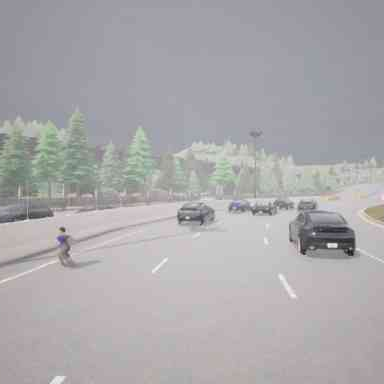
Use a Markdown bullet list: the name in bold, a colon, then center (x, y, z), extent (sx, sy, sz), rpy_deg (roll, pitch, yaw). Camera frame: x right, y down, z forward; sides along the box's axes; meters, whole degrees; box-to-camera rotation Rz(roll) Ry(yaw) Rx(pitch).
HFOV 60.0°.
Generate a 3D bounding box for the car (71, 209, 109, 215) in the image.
- **car**: center (-7.017, 1.564, 24.261), extent (1.994, 1.385, 4.181), rpy_deg (0, 0, 15)

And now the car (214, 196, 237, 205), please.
- **car**: center (6.194, 1.477, 60.325), extent (1.882, 1.535, 5.008), rpy_deg (0, 0, 36)

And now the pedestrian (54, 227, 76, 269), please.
- **pedestrian**: center (-3.720, 1.574, 9.750), extent (0.375, 1.300, 0.375), rpy_deg (0, 0, 7)

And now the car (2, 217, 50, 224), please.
- **car**: center (-11.233, 1.505, 21.889), extent (1.837, 1.490, 4.892), rpy_deg (0, 0, 14)

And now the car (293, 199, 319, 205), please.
- **car**: center (13.277, 1.491, 37.877), extent (2.128, 1.511, 4.902), rpy_deg (0, 0, 26)

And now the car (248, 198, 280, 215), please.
- **car**: center (7.314, 1.601, 33.408), extent (1.895, 1.301, 4.718), rpy_deg (0, 0, 22)

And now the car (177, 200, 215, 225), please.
- **car**: center (0.382, 1.491, 24.121), extent (2.128, 1.511, 4.902), rpy_deg (0, 0, 16)

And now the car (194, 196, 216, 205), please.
- **car**: center (2.513, 1.525, 61.122), extent (1.812, 1.442, 4.674), rpy_deg (0, 0, 35)

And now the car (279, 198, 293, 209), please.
- **car**: center (11.788, 1.505, 42.716), extent (1.837, 1.490, 4.892), rpy_deg (0, 0, 29)

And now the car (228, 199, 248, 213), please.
- **car**: center (5.516, 1.526, 37.935), extent (1.812, 1.442, 4.674), rpy_deg (0, 0, 24)

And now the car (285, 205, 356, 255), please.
- **car**: center (5.047, 1.505, 13.359), extent (1.837, 1.490, 4.892), rpy_deg (0, 0, 10)
